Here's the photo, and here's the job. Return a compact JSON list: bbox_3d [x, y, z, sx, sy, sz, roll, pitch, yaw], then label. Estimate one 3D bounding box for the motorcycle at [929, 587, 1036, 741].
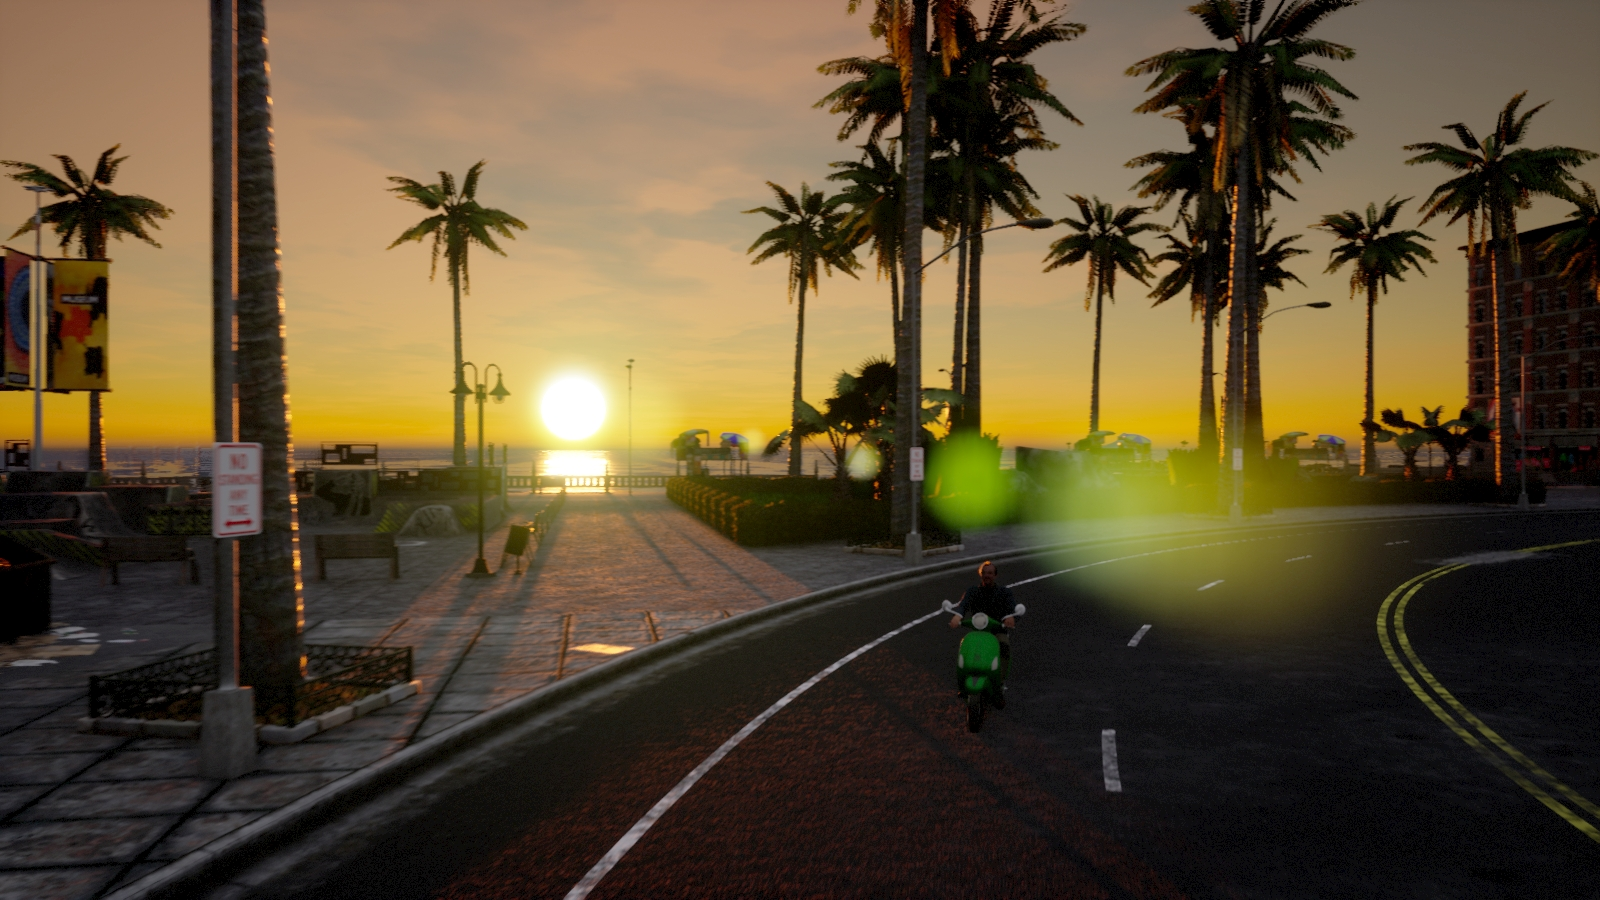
[{"bbox_3d":[1.954,2.185,12.018,0.856,1.236,1.805,1,0,17],"label":"motorcycle"}]
